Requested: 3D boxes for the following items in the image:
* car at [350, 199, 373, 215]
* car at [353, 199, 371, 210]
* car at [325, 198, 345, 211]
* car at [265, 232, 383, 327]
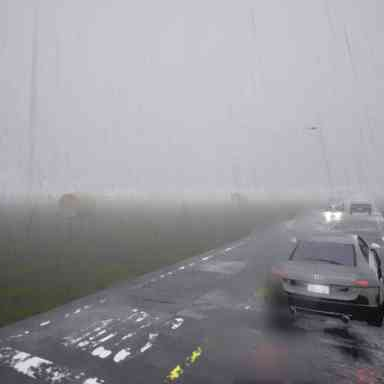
[{"bbox_3d":[17.130,1.454,33.730,1.882,1.535,5.008,0,0,28],"label":"car"},{"bbox_3d":[22.011,1.558,43.022,1.895,1.301,4.718,0,0,28],"label":"car"},{"bbox_3d":[17.092,1.460,39.626,2.128,1.511,4.902,0,0,28],"label":"car"},{"bbox_3d":[3.018,1.562,7.247,1.994,1.385,4.181,0,0,28],"label":"car"}]
